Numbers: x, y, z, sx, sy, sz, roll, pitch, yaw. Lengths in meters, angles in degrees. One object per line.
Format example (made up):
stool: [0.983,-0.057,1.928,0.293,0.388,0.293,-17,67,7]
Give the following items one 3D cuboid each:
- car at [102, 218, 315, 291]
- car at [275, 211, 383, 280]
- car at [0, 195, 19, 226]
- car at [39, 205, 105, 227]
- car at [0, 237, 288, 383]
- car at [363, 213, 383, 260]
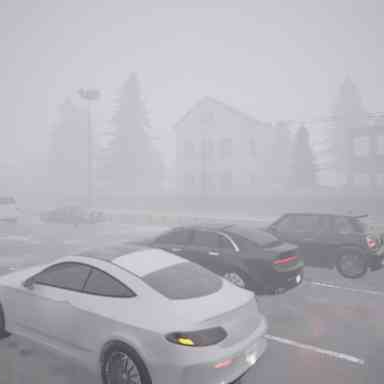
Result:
car: [0.193,1.509,8.154,4.892,1.490,1.837,0,0,36]
car: [3.331,1.355,10.215,4.553,1.767,2.097,0,0,36]
car: [-13.929,1.244,22.532,5.566,2.045,2.150,0,0,36]
car: [-8.230,1.565,22.764,5.357,1.411,2.033,0,0,36]
car: [-1.237,1.529,4.875,4.674,1.442,1.812,0,0,36]
car: [8.659,1.546,10.713,5.357,1.411,2.033,0,0,36]
